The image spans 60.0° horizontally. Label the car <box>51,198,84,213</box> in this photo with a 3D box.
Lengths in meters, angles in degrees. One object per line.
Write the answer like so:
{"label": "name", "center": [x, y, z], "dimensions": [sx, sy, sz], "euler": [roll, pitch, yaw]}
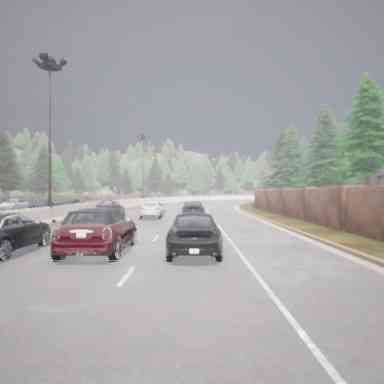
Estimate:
{"label": "car", "center": [-13.961, 1.509, 37.573], "dimensions": [1.837, 1.490, 4.892], "euler": [0, 0, 2]}

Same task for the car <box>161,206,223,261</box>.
{"label": "car", "center": [0.080, 1.508, 12.368], "dimensions": [1.837, 1.490, 4.892], "euler": [0, 0, 0]}

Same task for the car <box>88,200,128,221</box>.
{"label": "car", "center": [-6.916, 1.495, 27.956], "dimensions": [2.128, 1.511, 4.902], "euler": [0, 0, 0]}

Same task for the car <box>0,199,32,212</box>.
{"label": "car", "center": [-20.914, 1.529, 39.098], "dimensions": [1.812, 1.442, 4.674], "euler": [0, 0, 2]}

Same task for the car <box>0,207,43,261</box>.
{"label": "car", "center": [-6.919, 1.493, 12.211], "dimensions": [2.128, 1.511, 4.902], "euler": [0, 0, 0]}

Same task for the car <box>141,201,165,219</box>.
{"label": "car", "center": [-3.421, 1.529, 28.966], "dimensions": [1.812, 1.442, 4.674], "euler": [0, 0, 0]}

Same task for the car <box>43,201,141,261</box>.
{"label": "car", "center": [-3.420, 1.355, 12.410], "dimensions": [2.097, 1.767, 4.553], "euler": [0, 0, 0]}

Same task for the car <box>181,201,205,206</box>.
{"label": "car", "center": [0.084, 1.508, 28.261], "dimensions": [1.837, 1.490, 4.892], "euler": [0, 0, 0]}

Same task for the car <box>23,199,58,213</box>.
{"label": "car", "center": [-17.427, 1.567, 38.480], "dimensions": [1.994, 1.385, 4.181], "euler": [0, 0, 2]}
